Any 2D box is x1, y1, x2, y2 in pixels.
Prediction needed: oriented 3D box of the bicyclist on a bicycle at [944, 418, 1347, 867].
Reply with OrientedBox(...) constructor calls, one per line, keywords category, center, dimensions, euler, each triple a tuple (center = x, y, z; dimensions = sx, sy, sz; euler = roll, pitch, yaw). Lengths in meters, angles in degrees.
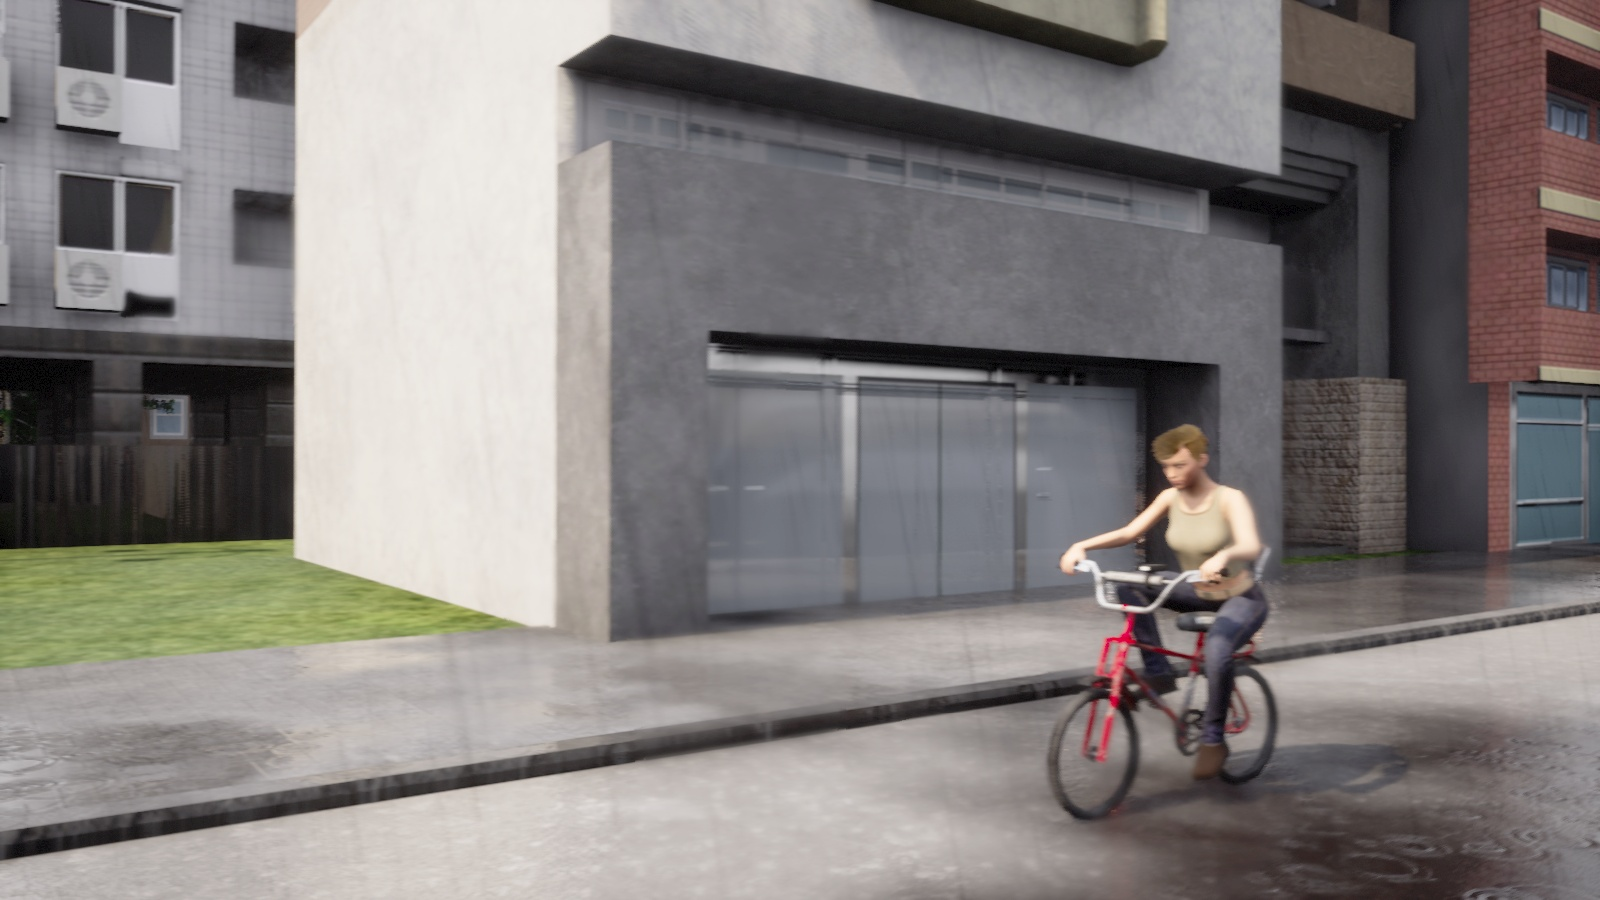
OrientedBox(category="bicyclist on a bicycle", center=(1.468, 0.691, 5.291), dimensions=(1.509, 1.612, 0.866), euler=(0, 0, -35))
